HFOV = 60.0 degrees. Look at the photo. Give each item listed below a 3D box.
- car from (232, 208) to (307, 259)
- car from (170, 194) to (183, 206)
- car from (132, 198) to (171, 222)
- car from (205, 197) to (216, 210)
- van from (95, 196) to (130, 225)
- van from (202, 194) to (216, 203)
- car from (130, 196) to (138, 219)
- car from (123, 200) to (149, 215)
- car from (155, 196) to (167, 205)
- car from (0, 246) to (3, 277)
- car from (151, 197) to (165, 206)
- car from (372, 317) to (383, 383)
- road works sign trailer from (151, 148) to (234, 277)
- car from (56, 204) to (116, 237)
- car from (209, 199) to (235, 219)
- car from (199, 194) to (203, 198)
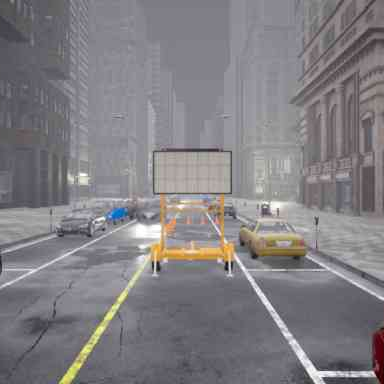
[{"bbox_3d":[2.788,1.527,12.394,1.752,1.417,4.829,0,0,0],"label":"car"},{"bbox_3d":[-2.922,1.515,56.392,1.837,1.490,4.892,0,0,0],"label":"car"},{"bbox_3d":[-3.064,1.495,26.153,2.128,1.511,4.902,0,0,0],"label":"car"},{"bbox_3d":[2.830,1.589,39.849,1.802,1.307,4.206,0,0,0],"label":"car"},{"bbox_3d":[-5.735,1.345,23.301,1.690,1.788,3.998,0,0,0],"label":"van"},{"bbox_3d":[2.848,1.350,50.899,1.690,1.788,3.998,0,0,0],"label":"van"},{"bbox_3d":[-5.729,1.319,28.826,2.192,1.841,5.009,0,0,0],"label":"car"},{"bbox_3d":[-5.723,1.550,34.352,1.887,1.381,4.507,0,0,0],"label":"car"},{"bbox_3d":[-5.691,1.557,61.979,1.887,1.381,4.507,0,0,0],"label":"car"},{"bbox_3d":[-5.755,1.441,6.724,1.967,1.590,4.097,0,0,0],"label":"car"},{"bbox_3d":[-5.697,1.555,56.453,1.887,1.381,4.507,0,0,0],"label":"car"},{"bbox_3d":[2.771,1.315,1.175,2.192,1.841,5.009,0,0,0],"label":"car"},{"bbox_3d":[0.014,0.466,10.265,2.380,3.560,2.880,0,0,0],"label":"road works sign trailer"},{"bbox_3d":[-5.742,1.553,17.775,2.008,1.369,4.403,0,0,0],"label":"car"},{"bbox_3d":[2.813,1.555,28.799,2.008,1.369,4.403,0,0,0],"label":"car"},{"bbox_3d":[2.864,1.557,61.949,1.887,1.381,4.507,0,0,0],"label":"car"}]
